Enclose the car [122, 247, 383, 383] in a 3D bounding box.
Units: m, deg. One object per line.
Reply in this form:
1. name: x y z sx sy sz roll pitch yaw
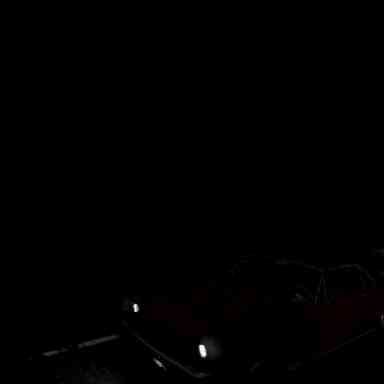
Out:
1. car: 1.428 1.602 5.010 4.718 1.301 1.895 0 0 -35
